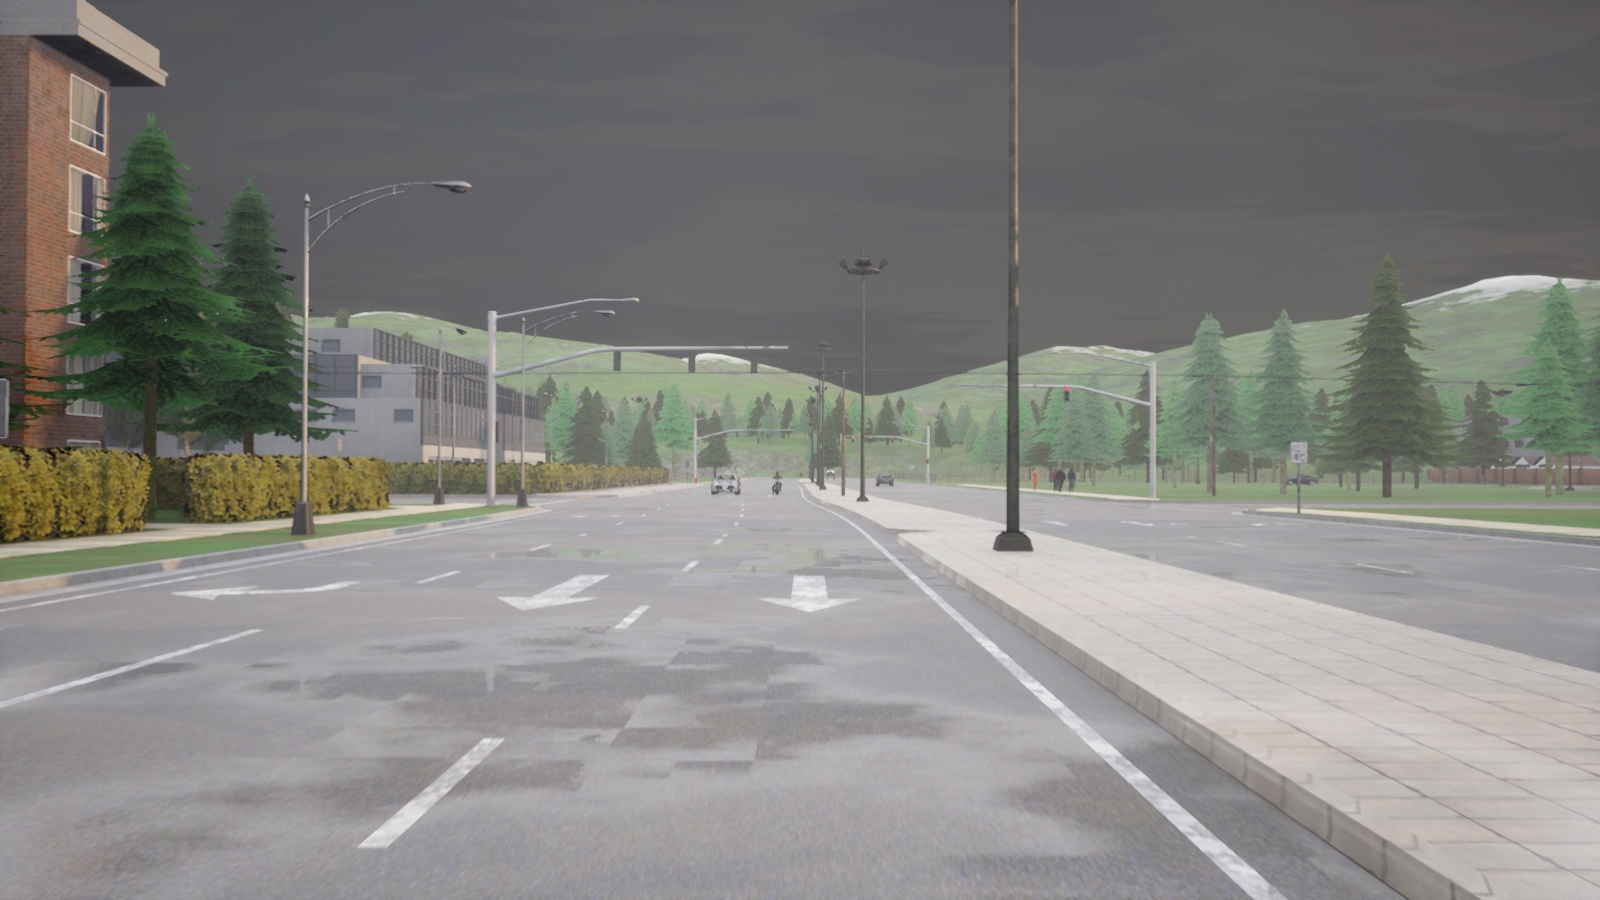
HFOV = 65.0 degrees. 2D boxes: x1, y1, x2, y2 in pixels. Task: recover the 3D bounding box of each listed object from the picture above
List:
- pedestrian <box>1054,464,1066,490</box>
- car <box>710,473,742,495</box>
[{"bbox_3d":[18.492,1.930,89.275,0.634,1.844,0.899,0,-1,1],"label":"pedestrian"},{"bbox_3d":[-5.033,2.297,86.189,1.970,1.475,3.806,0,-1,0],"label":"car"}]
